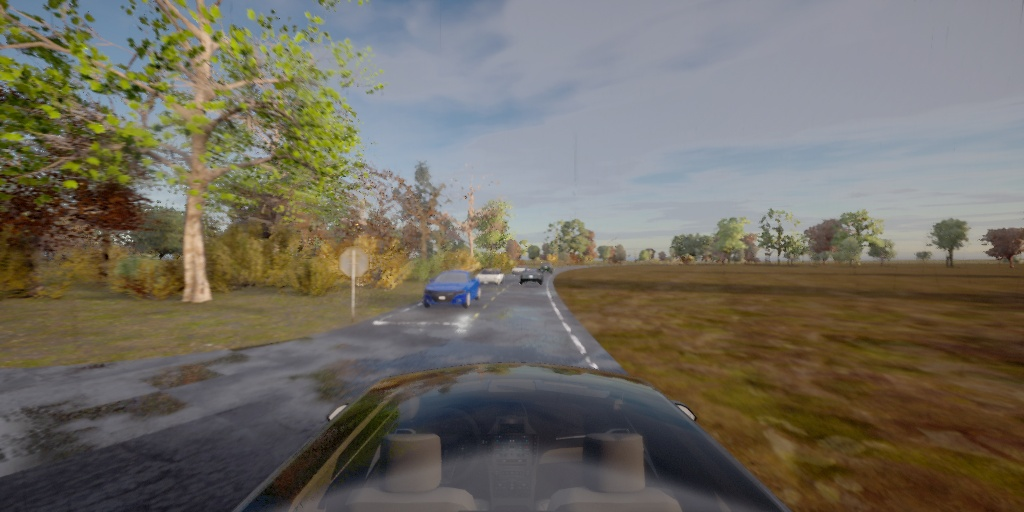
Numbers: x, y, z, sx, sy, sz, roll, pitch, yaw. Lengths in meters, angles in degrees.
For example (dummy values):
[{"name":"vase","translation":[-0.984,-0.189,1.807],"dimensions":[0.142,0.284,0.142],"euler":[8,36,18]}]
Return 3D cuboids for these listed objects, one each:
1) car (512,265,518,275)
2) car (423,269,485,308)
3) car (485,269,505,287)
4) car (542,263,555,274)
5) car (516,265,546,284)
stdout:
[{"name":"car","translation":[1.221,1.991,50.657],"dimensions":[1.895,1.301,4.718],"euler":[0,-1,10]},{"name":"car","translation":[-2.633,1.418,16.677],"dimensions":[1.882,1.535,5.008],"euler":[0,-1,3]},{"name":"car","translation":[-1.750,1.702,28.873],"dimensions":[1.895,1.301,4.718],"euler":[0,-1,6]},{"name":"car","translation":[5.612,1.836,56.987],"dimensions":[2.097,1.767,4.553],"euler":[0,-1,11]},{"name":"car","translation":[1.797,1.716,32.010],"dimensions":[1.994,1.385,4.181],"euler":[0,-1,6]}]
